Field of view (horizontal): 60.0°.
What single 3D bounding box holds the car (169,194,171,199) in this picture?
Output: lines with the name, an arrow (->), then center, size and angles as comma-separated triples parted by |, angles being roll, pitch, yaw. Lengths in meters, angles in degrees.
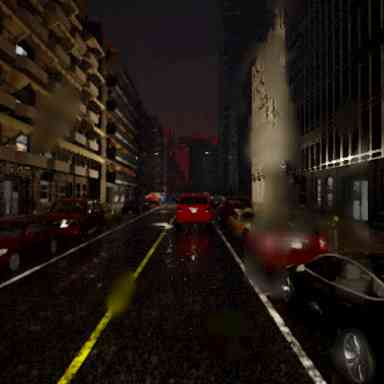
car -> -5.631, 1.305, 65.944 | 1.802, 1.307, 4.206 | 1, 0, 0

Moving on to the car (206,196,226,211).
car -> 2.714, 1.280, 38.303 | 1.967, 1.590, 4.097 | 1, 0, 0

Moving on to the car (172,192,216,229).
car -> 0.115, 1.134, 21.107 | 2.150, 2.045, 5.566 | 0, 0, 0

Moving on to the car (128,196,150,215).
car -> -5.636, 1.430, 32.664 | 1.947, 1.339, 4.313 | 1, 0, 0

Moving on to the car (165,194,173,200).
car -> -5.627, 1.234, 82.583 | 1.802, 1.307, 4.206 | 1, 0, 0

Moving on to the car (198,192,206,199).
car -> 2.727, 0.921, 93.219 | 2.192, 1.841, 5.009 | 1, 0, 0

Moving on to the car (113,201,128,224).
car -> -5.638, 1.436, 21.399 | 1.752, 1.417, 4.829 | 1, 0, 0

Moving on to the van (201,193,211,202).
van -> 2.722, 1.063, 66.042 | 1.690, 1.788, 3.998 | 1, 0, 0

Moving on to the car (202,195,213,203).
car -> 2.716, 1.328, 60.495 | 1.802, 1.307, 4.206 | 1, 0, 0

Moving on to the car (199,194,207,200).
car -> 2.720, 1.233, 82.685 | 1.802, 1.307, 4.206 | 1, 0, 0

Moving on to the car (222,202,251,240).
car -> 2.708, 1.457, 16.283 | 1.752, 1.417, 4.829 | 1, 0, 0

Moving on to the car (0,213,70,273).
car -> -5.641, 1.538, 10.476 | 1.802, 1.307, 4.206 | 1, 0, 0

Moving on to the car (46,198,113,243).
car -> -5.635, 1.248, 16.022 | 2.192, 1.841, 5.009 | 1, 0, 0

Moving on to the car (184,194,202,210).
car -> 0.108, 1.181, 40.983 | 2.097, 1.767, 4.553 | 0, 0, 0

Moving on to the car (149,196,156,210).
car -> -5.636, 1.423, 38.211 | 1.802, 1.307, 4.206 | 1, 0, 0

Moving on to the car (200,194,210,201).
car -> 2.719, 1.243, 71.590 | 1.887, 1.381, 4.507 | 1, 0, 0

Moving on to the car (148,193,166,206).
car -> -5.628, 1.109, 49.302 | 2.192, 1.841, 5.009 | 1, 0, 0

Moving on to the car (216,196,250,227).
car -> 2.713, 1.225, 21.659 | 2.192, 1.841, 5.009 | 1, 0, 0

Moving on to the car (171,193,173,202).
car -> -2.995, 1.277, 66.700 | 1.994, 1.385, 4.181 | 0, 0, 0

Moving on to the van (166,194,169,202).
van -> -5.626, 1.088, 60.395 | 1.690, 1.788, 3.998 | 1, 0, 0

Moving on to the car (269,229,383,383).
car -> 2.705, 1.545, 5.017 | 1.947, 1.339, 4.313 | 1, 0, 0

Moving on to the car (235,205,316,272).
car -> 2.709, 1.396, 10.565 | 1.967, 1.590, 4.097 | 1, 0, 0
